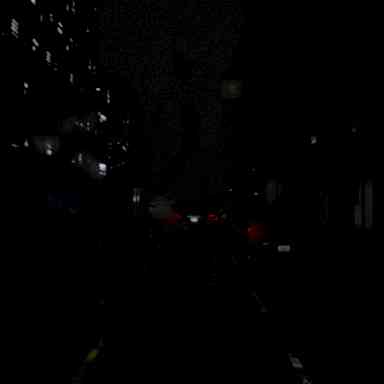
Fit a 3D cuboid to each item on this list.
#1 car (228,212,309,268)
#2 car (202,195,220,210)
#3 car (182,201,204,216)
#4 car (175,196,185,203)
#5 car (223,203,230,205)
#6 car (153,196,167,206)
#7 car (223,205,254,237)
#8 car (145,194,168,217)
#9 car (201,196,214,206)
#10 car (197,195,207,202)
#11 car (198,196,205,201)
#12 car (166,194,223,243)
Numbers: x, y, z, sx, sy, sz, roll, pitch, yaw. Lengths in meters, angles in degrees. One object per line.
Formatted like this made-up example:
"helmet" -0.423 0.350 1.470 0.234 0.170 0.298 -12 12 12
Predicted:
"car" 2.521 1.582 11.173 1.947 1.339 4.313 -1 0 0
"car" 2.533 1.386 45.160 2.192 1.841 5.009 -1 0 0
"car" 0.092 1.615 33.522 1.994 1.385 4.181 0 0 0
"car" -2.764 1.632 74.920 2.033 1.411 5.357 0 0 0
"car" 2.517 1.593 28.167 2.008 1.369 4.403 -1 0 0
"car" -5.337 1.531 56.695 1.967 1.590 4.097 -1 0 0
"car" 2.519 1.569 16.838 1.887 1.381 4.507 -1 0 0
"car" -2.854 1.269 32.187 2.150 2.045 5.566 0 0 0
"car" 2.548 1.531 56.488 1.967 1.590 4.097 -1 0 0
"car" 2.248 1.487 77.774 2.097 1.767 4.553 0 0 0
"car" 2.539 1.739 90.474 1.802 1.307 4.206 -1 0 0
"car" 0.095 1.245 16.384 2.150 2.045 5.566 0 0 0
